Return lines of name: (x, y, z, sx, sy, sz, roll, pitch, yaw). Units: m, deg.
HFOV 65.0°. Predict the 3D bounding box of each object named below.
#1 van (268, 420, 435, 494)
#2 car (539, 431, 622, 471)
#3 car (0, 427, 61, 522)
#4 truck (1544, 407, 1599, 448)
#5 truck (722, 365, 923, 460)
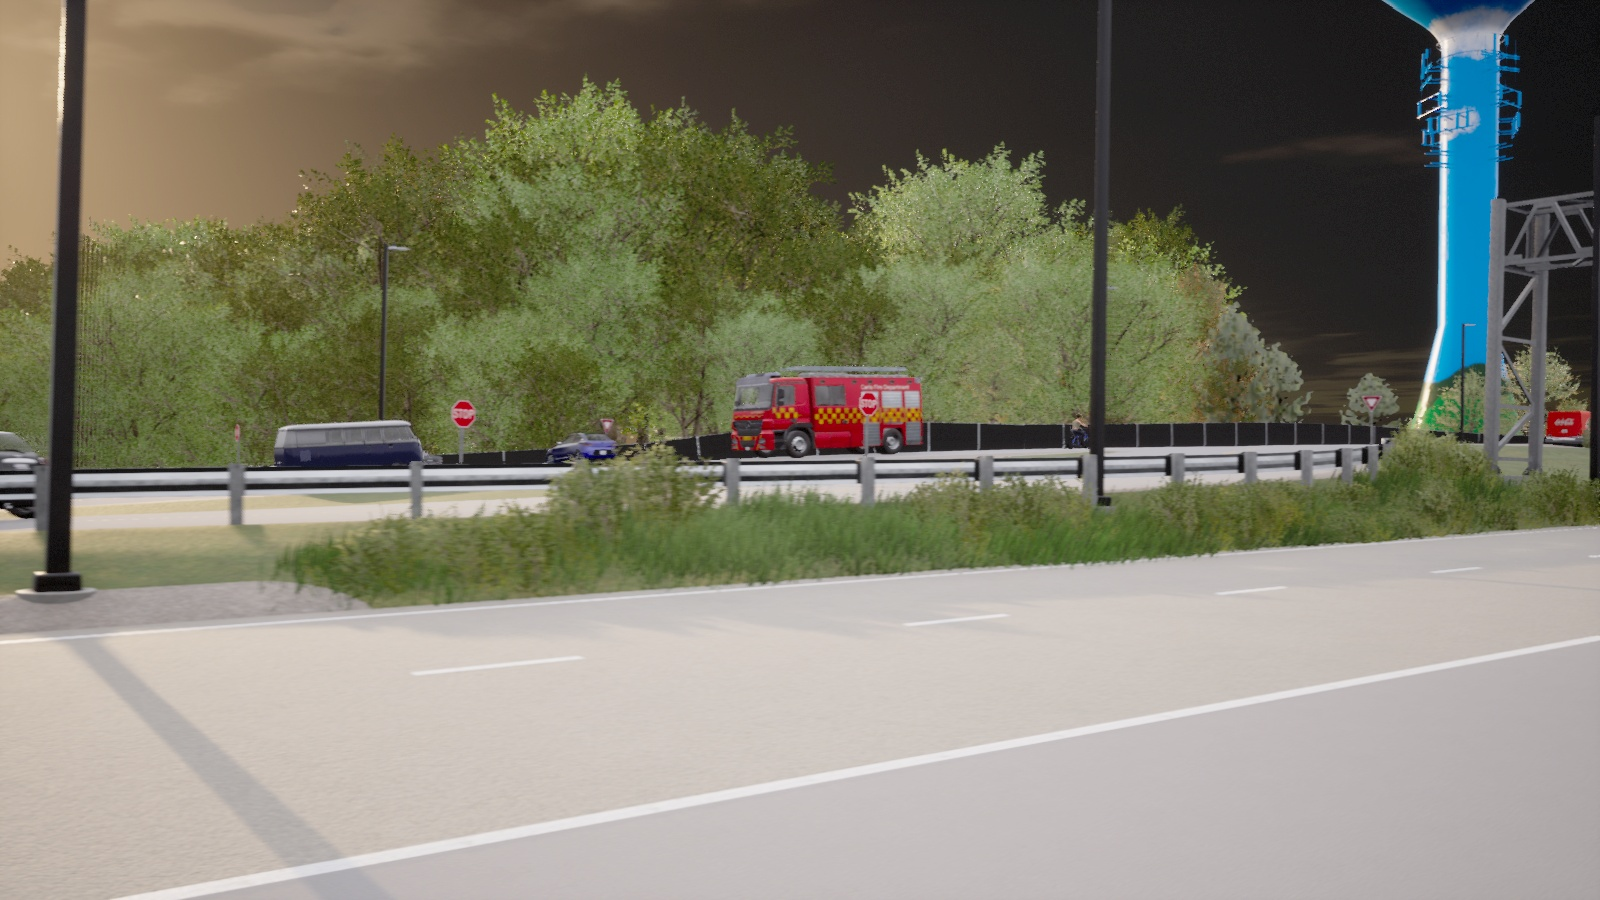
van: (-13.787, 0.182, 38.722, 4.442, 1.987, 1.775, -4, 2, -34)
car: (-9.455, 0.066, 53.871, 1.816, 1.474, 4.193, -1, -3, -36)
car: (-14.272, 0.463, 20.005, 3.806, 1.475, 1.970, -2, -1, 2)
truck: (52.526, -1.471, 83.936, 5.204, 2.467, 2.627, 2, -2, -30)
truck: (1.064, -1.636, 54.010, 8.468, 3.827, 2.891, -2, 1, -36)
